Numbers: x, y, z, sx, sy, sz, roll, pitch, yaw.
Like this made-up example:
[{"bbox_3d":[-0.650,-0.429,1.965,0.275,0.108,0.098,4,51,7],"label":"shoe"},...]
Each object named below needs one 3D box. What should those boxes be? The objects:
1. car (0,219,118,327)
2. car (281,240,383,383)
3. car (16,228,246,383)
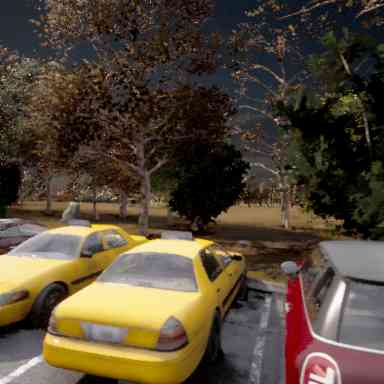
[{"bbox_3d":[-2.656,1.434,7.274,1.946,1.575,5.366,1,0,17],"label":"car"},{"bbox_3d":[2.163,1.356,3.924,2.185,1.767,4.553,0,0,16],"label":"car"},{"bbox_3d":[-0.171,1.459,5.875,1.946,1.575,5.366,0,0,16],"label":"car"}]
